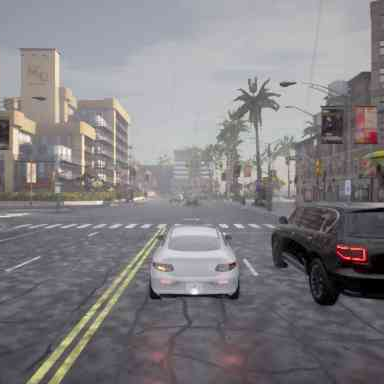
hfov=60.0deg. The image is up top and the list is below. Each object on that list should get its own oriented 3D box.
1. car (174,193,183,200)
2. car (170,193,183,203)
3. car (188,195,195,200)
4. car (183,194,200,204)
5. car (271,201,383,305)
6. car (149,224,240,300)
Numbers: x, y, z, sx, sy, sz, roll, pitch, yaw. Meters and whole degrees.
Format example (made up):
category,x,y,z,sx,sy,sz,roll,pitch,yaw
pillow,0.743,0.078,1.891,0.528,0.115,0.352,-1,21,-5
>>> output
category,x,y,z,sx,sy,sz,roll,pitch,yaw
car,-3.637,1.225,91.771,2.150,2.045,5.566,0,0,0
car,-3.603,1.552,71.224,1.994,1.385,4.181,0,0,0
car,-0.136,1.552,92.366,1.994,1.385,4.181,0,0,0
car,-0.026,1.491,62.042,2.128,1.511,4.902,0,0,0
car,3.556,1.221,8.194,2.150,2.045,5.566,0,0,0
car,0.058,1.526,8.255,1.812,1.442,4.674,0,0,0
